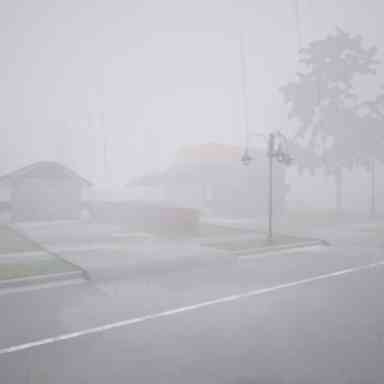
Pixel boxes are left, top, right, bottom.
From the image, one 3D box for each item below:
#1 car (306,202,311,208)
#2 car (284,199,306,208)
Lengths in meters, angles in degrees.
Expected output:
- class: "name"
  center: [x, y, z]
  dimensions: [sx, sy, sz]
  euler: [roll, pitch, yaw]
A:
- class: "car"
  center: [19.221, 2.047, 60.398]
  dimensions: [1.837, 1.490, 4.892]
  euler: [1, -1, -33]
- class: "car"
  center: [16.721, 1.981, 57.830]
  dimensions: [1.882, 1.535, 5.008]
  euler: [1, -1, -33]
